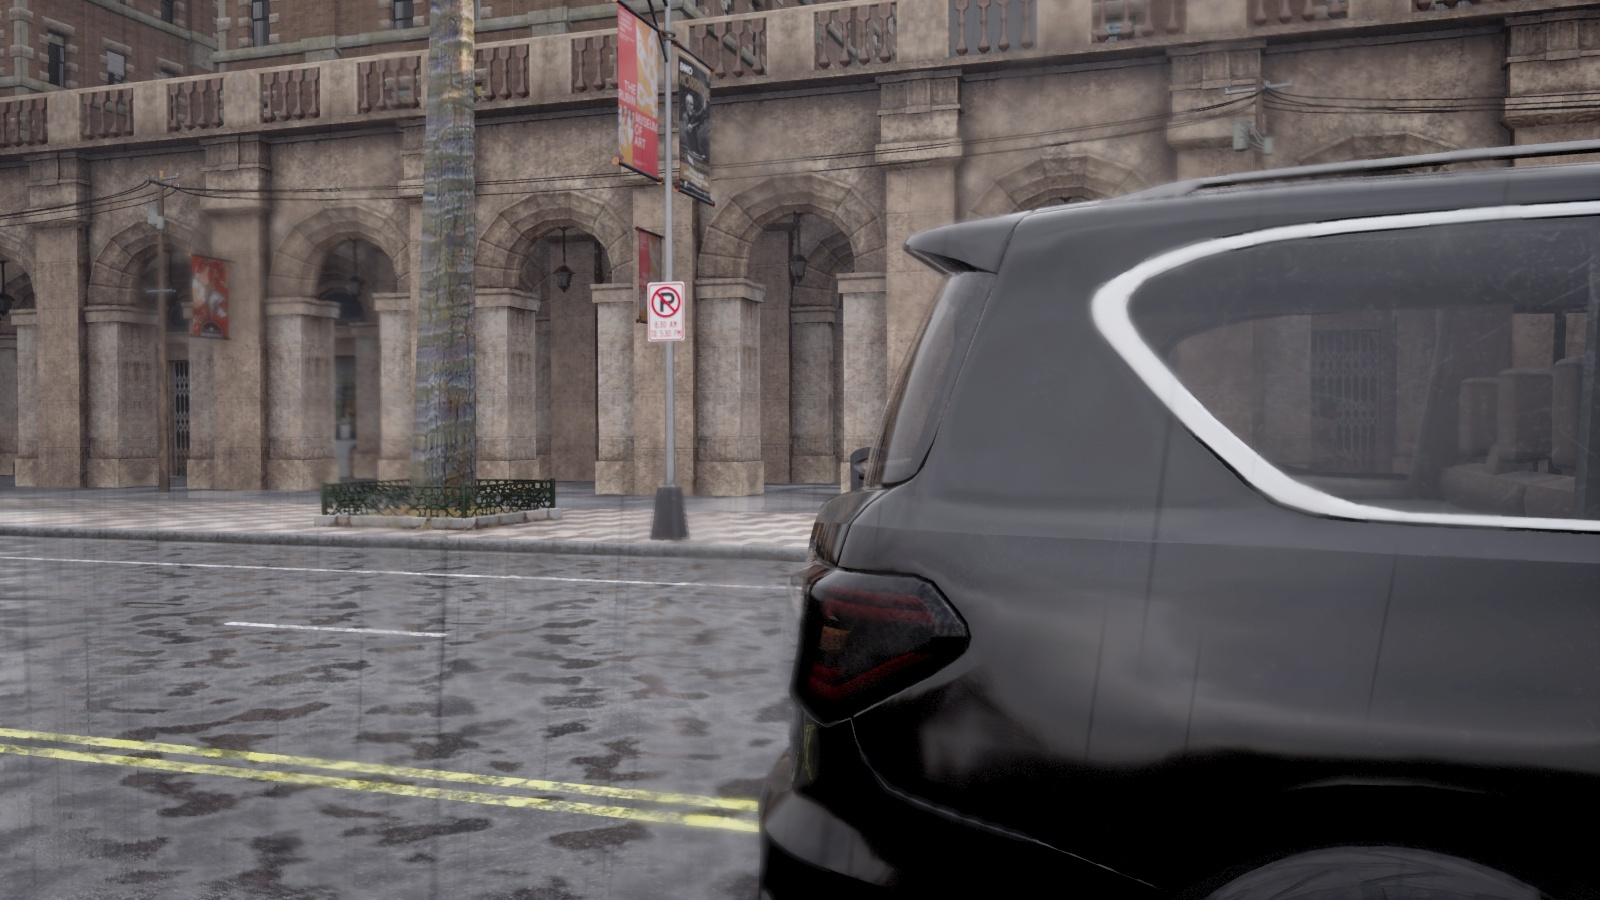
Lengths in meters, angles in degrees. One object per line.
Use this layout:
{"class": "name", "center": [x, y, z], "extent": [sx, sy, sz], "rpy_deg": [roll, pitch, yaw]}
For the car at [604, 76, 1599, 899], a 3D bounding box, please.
{"class": "car", "center": [2.642, 0.519, 2.301], "extent": [5.566, 2.045, 2.150], "rpy_deg": [1, 1, 19]}
